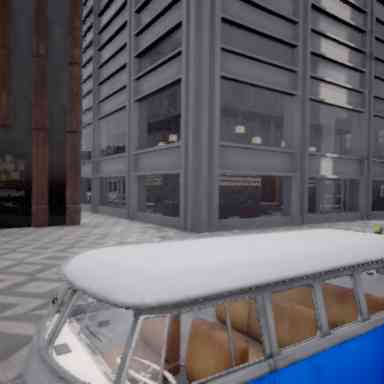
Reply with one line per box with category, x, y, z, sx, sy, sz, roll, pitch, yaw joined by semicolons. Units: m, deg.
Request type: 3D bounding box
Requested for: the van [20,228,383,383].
van;0.631;1.305;3.001;3.998;1.788;1.690;0;1;-34
